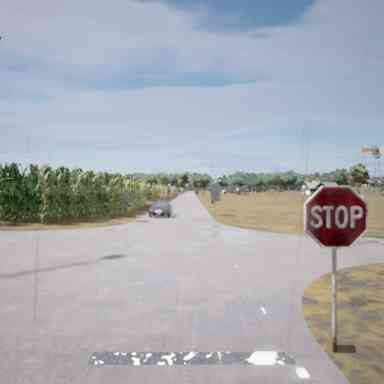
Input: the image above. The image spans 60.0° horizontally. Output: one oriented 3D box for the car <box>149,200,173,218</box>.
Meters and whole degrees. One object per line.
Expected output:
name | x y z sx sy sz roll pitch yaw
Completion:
car | -2.775 1.517 30.137 2.128 1.511 4.902 0 0 0
